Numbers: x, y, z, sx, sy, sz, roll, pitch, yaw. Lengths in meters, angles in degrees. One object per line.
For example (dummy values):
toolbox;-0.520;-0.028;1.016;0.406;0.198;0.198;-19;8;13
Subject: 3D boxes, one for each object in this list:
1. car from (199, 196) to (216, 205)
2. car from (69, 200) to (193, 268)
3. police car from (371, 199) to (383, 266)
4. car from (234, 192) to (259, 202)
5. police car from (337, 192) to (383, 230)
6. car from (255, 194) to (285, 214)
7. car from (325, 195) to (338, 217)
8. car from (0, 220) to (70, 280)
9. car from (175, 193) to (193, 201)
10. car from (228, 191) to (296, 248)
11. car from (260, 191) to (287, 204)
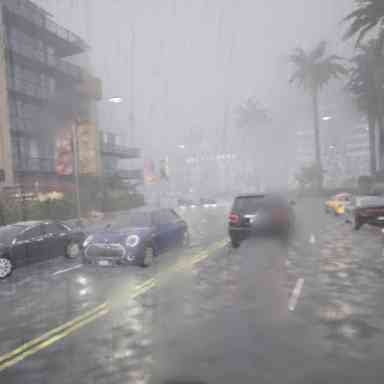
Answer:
car;2.439;1.276;53.117;1.994;1.385;4.181;-3;0;-12
car;-1.795;1.421;11.754;2.097;1.767;4.553;-3;0;21
police car;5.069;1.114;6.695;1.930;1.638;5.238;-3;0;24
car;9.207;0.805;56.235;2.128;1.511;4.902;-3;0;-17
police car;8.853;0.868;16.732;1.930;1.638;5.238;-3;0;17
car;6.949;1.007;30.164;2.128;1.511;4.902;-3;0;8
car;10.492;0.787;23.131;1.801;1.575;5.366;-3;0;12
car;-5.734;1.802;11.264;1.837;1.490;4.892;-3;0;22
car;-1.103;1.419;53.079;1.837;1.490;4.892;-3;1;-13
car;3.039;1.007;13.857;2.150;2.045;5.566;-3;0;20
car;11.115;0.736;45.795;1.837;1.490;4.892;-3;0;-7
